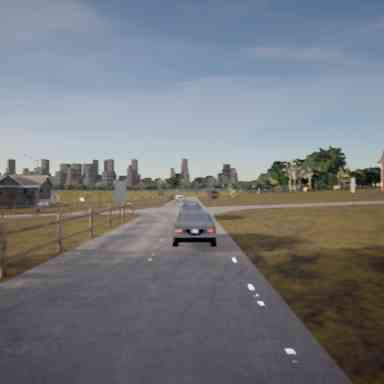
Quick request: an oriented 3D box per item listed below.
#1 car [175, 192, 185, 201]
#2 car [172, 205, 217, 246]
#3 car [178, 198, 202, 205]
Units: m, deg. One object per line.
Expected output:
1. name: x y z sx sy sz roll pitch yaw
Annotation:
1. car: -2.723 1.097 77.447 2.150 2.045 5.566 0 0 0
2. car: 0.104 1.506 14.977 2.033 1.411 5.357 0 0 0
3. car: -0.040 1.498 28.140 1.994 1.385 4.181 0 0 0
